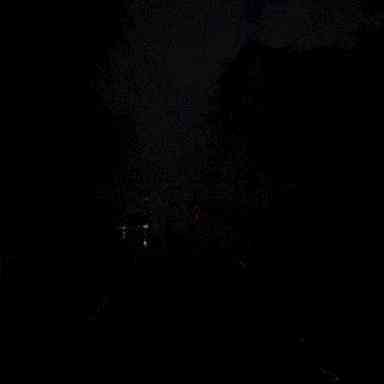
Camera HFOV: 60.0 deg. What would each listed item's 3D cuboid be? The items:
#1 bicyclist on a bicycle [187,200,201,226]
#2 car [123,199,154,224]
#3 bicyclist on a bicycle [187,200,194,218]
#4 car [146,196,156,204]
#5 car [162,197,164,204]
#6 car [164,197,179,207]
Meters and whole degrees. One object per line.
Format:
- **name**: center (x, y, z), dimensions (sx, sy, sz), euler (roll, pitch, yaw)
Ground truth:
- **bicyclist on a bicycle**: center (0.304, 1.586, 23.942), dimensions (0.866, 1.612, 1.509), euler (0, 1, -3)
- **car**: center (-4.421, 1.640, 27.022), dimensions (1.882, 1.535, 5.008), euler (0, 0, -3)
- **bicyclist on a bicycle**: center (-0.176, 1.639, 32.331), dimensions (0.582, 1.620, 1.656), euler (0, -1, -4)
- **car**: center (-8.481, 1.587, 68.570), dimensions (2.097, 1.767, 4.553), euler (0, 0, -8)
- **car**: center (-5.672, 1.790, 73.475), dimensions (2.033, 1.411, 5.357), euler (0, 0, -9)
- **car**: center (-3.137, 1.804, 55.166), dimensions (2.033, 1.411, 5.357), euler (0, 0, -7)
